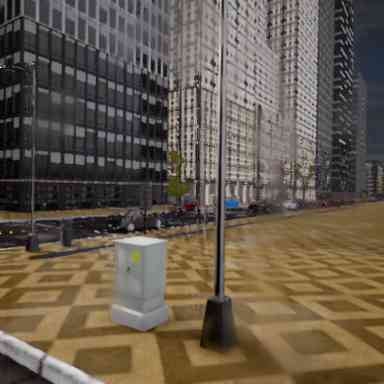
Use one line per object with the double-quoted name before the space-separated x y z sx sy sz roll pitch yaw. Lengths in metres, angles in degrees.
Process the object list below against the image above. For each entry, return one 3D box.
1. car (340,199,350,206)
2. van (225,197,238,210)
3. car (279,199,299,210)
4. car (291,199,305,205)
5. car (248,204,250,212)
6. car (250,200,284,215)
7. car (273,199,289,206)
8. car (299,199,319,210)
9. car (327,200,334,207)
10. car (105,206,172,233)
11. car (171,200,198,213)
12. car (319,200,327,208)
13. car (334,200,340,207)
"car" 34.847 2.464 77.423 1.947 1.339 4.313 1 0 35
"van" 5.444 1.703 49.766 1.690 1.788 3.998 1 0 35
"car" 15.433 2.084 54.163 1.812 1.442 4.674 1 0 35
"car" 24.745 2.255 77.567 1.947 1.339 4.313 1 0 35
"car" 9.409 1.933 45.435 1.882 1.535 5.008 1 0 36
"car" 9.102 2.028 40.344 1.947 1.339 4.313 1 0 35
"car" 18.311 2.162 68.299 1.802 1.307 4.206 1 0 35
"car" 18.757 2.192 54.249 1.947 1.339 4.313 1 0 35
"car" 25.194 2.175 63.519 1.967 1.590 4.097 1 0 35
"car" -3.663 1.793 21.734 2.008 1.369 4.403 1 0 35
"car" -0.991 1.692 40.498 1.967 1.590 4.097 1 0 35
"car" 21.974 2.263 58.884 1.802 1.307 4.206 1 0 35
"car" 28.410 2.356 68.153 1.947 1.339 4.313 1 0 35
